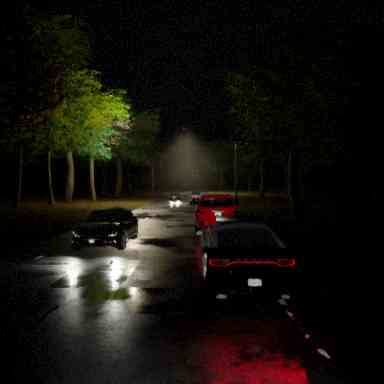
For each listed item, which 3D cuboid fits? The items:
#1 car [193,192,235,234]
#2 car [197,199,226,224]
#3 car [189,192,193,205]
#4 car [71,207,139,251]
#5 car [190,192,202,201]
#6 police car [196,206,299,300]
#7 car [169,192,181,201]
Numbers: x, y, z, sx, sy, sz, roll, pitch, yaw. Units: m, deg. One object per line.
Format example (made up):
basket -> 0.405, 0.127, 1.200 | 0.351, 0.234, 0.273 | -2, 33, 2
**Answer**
car -> 1.256, 1.118, 18.407 | 2.150, 2.045, 5.566 | 0, 1, 1
car -> 1.322, 1.335, 24.381 | 1.837, 1.490, 4.892 | 0, 1, 1
car -> 0.549, 1.066, 46.156 | 2.033, 1.411, 5.357 | 0, 1, 1
car -> -3.443, 1.438, 13.927 | 1.837, 1.490, 4.892 | 0, 0, 1
car -> 0.670, 0.711, 59.868 | 2.033, 1.411, 5.357 | 0, 2, 1
police car -> 1.145, 1.394, 8.493 | 1.930, 1.638, 5.238 | 0, 0, 1
car -> -2.924, 0.721, 57.850 | 2.128, 1.511, 4.902 | 0, 1, 1
